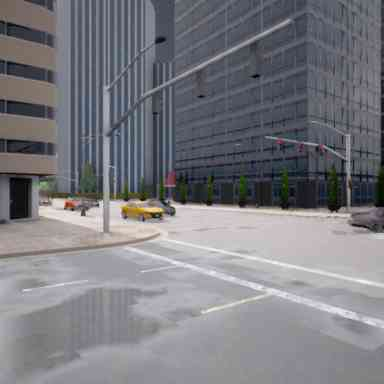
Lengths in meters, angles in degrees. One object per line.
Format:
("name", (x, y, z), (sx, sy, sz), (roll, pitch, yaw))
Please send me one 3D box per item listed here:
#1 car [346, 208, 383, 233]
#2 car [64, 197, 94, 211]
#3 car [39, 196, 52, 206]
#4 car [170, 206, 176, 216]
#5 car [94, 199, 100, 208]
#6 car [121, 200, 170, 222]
("car", (11.589, 1.565, 18.565), (5.357, 1.411, 2.033), (0, 0, 19))
("car", (-14.202, 1.407, 41.027), (2.097, 1.767, 4.553), (0, 0, -36))
("car", (-24.899, 1.470, 55.592), (2.097, 1.767, 4.553), (0, 0, -37))
("car", (-3.401, 1.557, 32.341), (1.837, 1.490, 4.892), (0, 1, -37))
("car", (-14.811, 1.546, 47.733), (2.128, 1.511, 4.902), (0, 0, -36))
("car", (-4.144, 1.533, 27.469), (1.882, 1.535, 5.008), (0, 0, -37))
